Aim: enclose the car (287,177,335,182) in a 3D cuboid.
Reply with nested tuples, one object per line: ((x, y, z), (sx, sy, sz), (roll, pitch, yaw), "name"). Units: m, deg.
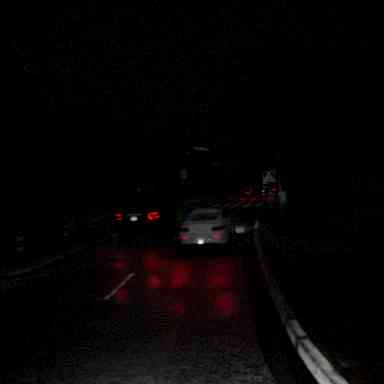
((12.513, -0.304, 35.580), (4.553, 1.767, 2.185), (-3, 2, 23), "car")

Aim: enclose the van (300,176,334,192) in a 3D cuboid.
((18.010, -1.170, 47.940), (4.442, 1.987, 1.878), (-3, 2, 25), "van")

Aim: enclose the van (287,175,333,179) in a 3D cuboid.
((13.452, -0.545, 38.166), (4.442, 1.987, 1.878), (-3, 2, 23), "van")

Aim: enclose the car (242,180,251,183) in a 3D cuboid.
((9.777, -0.952, 68.790), (2.163, 1.488, 4.792), (-3, 2, 29), "car")

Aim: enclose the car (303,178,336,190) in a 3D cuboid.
((20.270, -1.230, 52.918), (4.674, 1.452, 2.002), (-3, 2, 26), "car")

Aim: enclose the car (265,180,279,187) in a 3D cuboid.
((21.084, -2.316, 87.853), (2.002, 1.452, 4.674), (-3, 1, 33), "car")

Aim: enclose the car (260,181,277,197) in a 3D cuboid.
((10.875, -0.271, 43.967), (1.837, 1.490, 4.892), (-3, 2, 24), "car")

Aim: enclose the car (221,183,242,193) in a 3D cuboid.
((7.231, -0.631, 63.934), (2.097, 1.535, 5.008), (-3, 2, 28), "car")

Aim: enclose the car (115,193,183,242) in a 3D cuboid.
((-1.825, 1.087, 16.249), (2.150, 2.045, 5.566), (-4, 1, 12), "car")

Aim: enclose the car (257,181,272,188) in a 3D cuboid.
((18.128, -1.997, 83.176), (2.002, 1.452, 4.674), (-3, 2, 32), "car")

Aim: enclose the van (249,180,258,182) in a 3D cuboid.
((12.394, -1.563, 73.551), (1.878, 1.987, 4.442), (-3, 2, 30), "van")

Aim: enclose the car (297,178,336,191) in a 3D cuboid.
((18.914, -1.096, 50.545), (5.366, 1.575, 1.946), (-3, 2, 26), "car")

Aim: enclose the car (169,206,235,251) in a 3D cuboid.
((0.660, 1.300, 13.079), (1.812, 1.442, 4.674), (-4, 1, 10), "car")

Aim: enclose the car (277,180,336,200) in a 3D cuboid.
((11.406, -0.028, 33.069), (4.892, 1.521, 2.231), (-3, 2, 23), "car")

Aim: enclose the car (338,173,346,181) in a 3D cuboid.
((29.279, -2.771, 69.856), (5.566, 2.045, 2.435), (-3, 2, 31), "car")

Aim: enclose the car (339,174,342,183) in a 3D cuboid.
((23.961, -1.792, 60.210), (4.892, 1.521, 2.231), (-3, 2, 28), "car")

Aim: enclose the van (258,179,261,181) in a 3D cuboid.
((15.155, -1.916, 78.339), (1.878, 1.987, 4.442), (-3, 2, 32), "van")

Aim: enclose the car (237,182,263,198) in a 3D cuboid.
((8.197, -0.142, 45.309), (1.882, 1.535, 5.008), (-3, 2, 24), "car")

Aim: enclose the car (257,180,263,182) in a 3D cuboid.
((12.106, -0.662, 53.922), (1.837, 1.490, 4.892), (-3, 2, 26), "car")

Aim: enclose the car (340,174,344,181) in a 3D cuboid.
((26.596, -2.136, 65.127), (4.792, 1.488, 2.163), (-3, 2, 30), "car")

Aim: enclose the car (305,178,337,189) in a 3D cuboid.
((21.451, -1.410, 55.375), (4.792, 1.488, 2.163), (-3, 2, 27), "car")

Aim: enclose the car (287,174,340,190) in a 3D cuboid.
((14.656, -0.727, 40.631), (5.566, 2.045, 2.435), (-3, 2, 24), "car")
